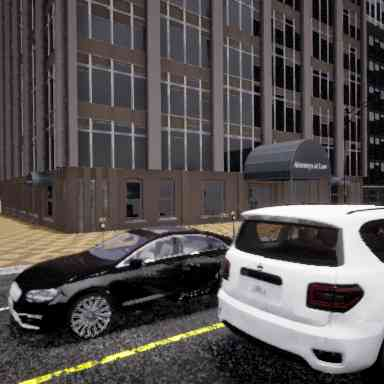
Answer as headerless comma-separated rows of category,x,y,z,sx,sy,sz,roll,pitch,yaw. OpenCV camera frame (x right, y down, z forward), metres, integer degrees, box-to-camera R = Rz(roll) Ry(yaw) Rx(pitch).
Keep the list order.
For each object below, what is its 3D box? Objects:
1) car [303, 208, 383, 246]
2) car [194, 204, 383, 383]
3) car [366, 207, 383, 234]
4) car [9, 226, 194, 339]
car,7.474,1.542,15.764,4.507,1.381,1.887,0,-1,-35
car,2.961,1.219,5.420,5.566,2.045,2.150,0,0,-36
car,12.101,1.547,19.065,4.403,1.369,2.008,0,-1,-35
car,-0.845,1.491,6.643,4.902,1.511,2.128,0,0,-36
